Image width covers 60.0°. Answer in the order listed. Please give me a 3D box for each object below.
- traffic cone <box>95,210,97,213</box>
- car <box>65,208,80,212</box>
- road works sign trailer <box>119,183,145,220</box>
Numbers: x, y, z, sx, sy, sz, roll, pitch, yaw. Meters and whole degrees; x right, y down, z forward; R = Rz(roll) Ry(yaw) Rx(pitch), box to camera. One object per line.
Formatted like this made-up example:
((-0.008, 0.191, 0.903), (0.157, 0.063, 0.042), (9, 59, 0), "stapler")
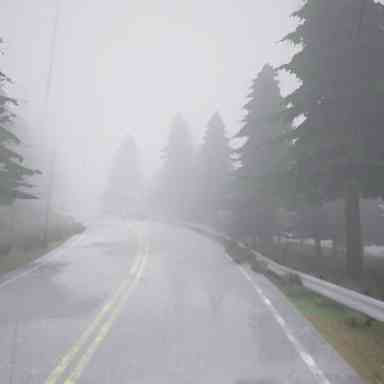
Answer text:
((-11.264, 2.337, 38.531), (0.340, 0.580, 0.340), (4, -2, -33), "traffic cone")
((-22.805, 3.803, 63.992), (1.882, 1.535, 5.008), (0, -8, 0), "car")
((-6.222, 0.908, 33.430), (2.380, 3.560, 2.880), (3, -2, -33), "road works sign trailer")
